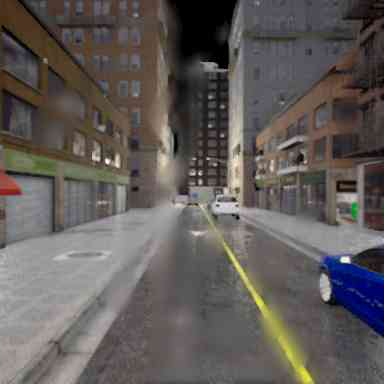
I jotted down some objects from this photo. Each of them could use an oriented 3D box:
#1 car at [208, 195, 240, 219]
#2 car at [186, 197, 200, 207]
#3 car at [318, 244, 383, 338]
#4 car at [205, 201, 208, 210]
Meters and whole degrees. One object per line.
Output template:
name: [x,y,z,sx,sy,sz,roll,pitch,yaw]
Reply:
car: [2.879,1.260,29.384,2.150,2.045,5.566,0,0,1]
car: [0.140,1.563,51.629,1.837,1.490,4.892,0,-1,0]
car: [3.582,1.494,5.088,1.882,1.535,5.008,0,0,0]
car: [2.882,1.580,43.562,1.812,1.442,4.674,0,0,1]
